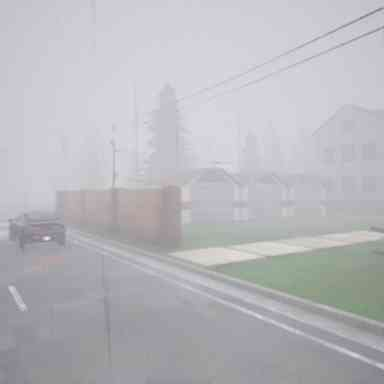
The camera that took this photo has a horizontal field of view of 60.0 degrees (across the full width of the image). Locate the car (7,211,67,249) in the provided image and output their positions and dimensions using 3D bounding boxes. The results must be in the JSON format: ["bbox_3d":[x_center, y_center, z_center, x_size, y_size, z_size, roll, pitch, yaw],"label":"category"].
[{"bbox_3d":[-7.190,1.622,15.327,1.837,1.490,4.892,0,-1,-35],"label":"car"}]
